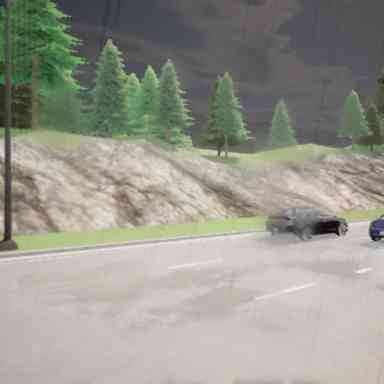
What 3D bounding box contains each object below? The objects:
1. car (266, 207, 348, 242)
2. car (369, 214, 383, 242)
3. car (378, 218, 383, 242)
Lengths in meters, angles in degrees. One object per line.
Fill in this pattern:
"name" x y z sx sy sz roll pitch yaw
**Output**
"car" 5.772 1.498 16.457 4.902 1.511 2.128 0 0 -35
"car" 9.786 1.533 15.032 4.674 1.442 1.812 0 0 -36
"car" 7.233 1.483 8.904 5.008 1.535 1.882 0 0 -35
